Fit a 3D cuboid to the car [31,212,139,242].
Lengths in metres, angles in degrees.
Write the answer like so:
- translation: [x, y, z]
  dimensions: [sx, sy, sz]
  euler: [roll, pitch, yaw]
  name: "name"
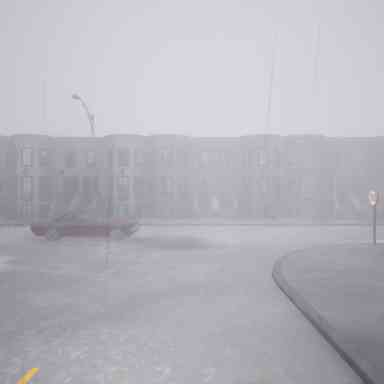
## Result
- translation: [-4.926, 1.601, 15.865]
  dimensions: [4.718, 1.301, 1.895]
  euler: [0, 0, 0]
  name: "car"
